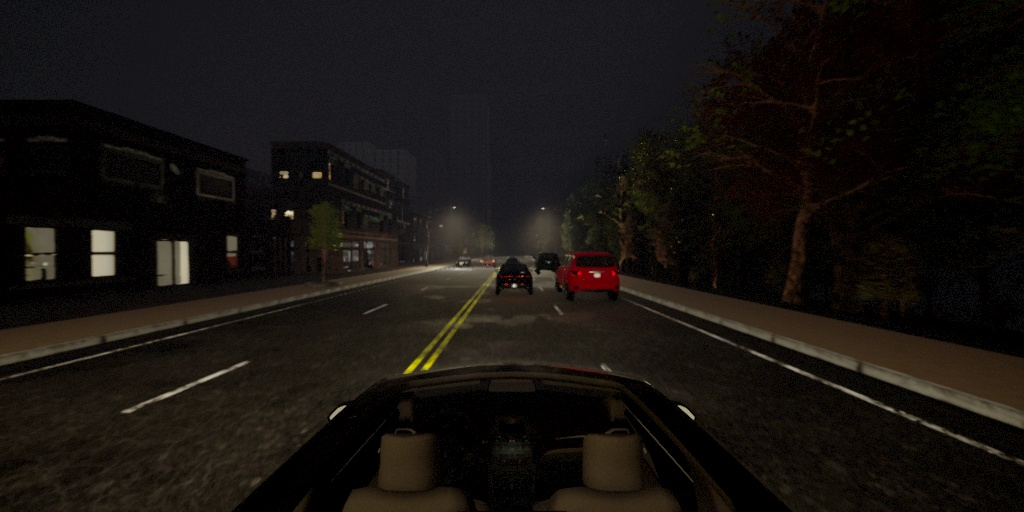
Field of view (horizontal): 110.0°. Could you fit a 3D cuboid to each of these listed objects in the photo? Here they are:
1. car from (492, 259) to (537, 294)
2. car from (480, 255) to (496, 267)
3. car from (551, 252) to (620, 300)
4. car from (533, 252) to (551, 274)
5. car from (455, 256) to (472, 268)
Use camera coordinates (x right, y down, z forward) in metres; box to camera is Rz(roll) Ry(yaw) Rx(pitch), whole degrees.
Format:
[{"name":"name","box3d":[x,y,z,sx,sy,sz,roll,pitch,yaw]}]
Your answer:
[{"name":"car","box3d":[0.104,1.093,18.936,1.837,1.490,4.892,0,1,0]},{"name":"car","box3d":[-3.289,0.638,50.153,2.097,1.767,4.553,0,1,1]},{"name":"car","box3d":[3.352,0.829,16.798,2.150,2.045,5.566,0,1,0]},{"name":"car","box3d":[3.335,0.657,34.938,2.150,2.045,5.566,0,1,0]},{"name":"car","box3d":[-6.551,0.786,49.174,2.128,1.511,4.902,0,1,0]}]
